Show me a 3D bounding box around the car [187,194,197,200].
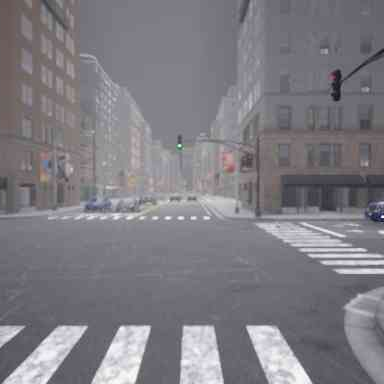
[{"bbox_3d":[0.020,1.093,73.984,1.994,1.385,4.181,0,0,0],"label":"car"}]

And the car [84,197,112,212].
[{"bbox_3d":[-9.825,1.272,35.011,1.882,1.535,5.008,0,1,0],"label":"car"}]

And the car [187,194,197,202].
[{"bbox_3d":[0.017,1.126,63.535,1.882,1.535,5.008,0,0,0],"label":"car"}]

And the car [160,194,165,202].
[{"bbox_3d":[-6.482,1.105,66.947,2.128,1.511,4.902,0,0,0],"label":"car"}]

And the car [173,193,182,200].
[{"bbox_3d":[-3.230,1.018,73.985,1.882,1.535,5.008,0,0,0],"label":"car"}]

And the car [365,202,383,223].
[{"bbox_3d":[13.774,0.985,20.558,5.566,2.045,2.150,0,1,0],"label":"car"}]

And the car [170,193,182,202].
[{"bbox_3d":[-3.233,1.126,63.569,1.882,1.535,5.008,0,0,0],"label":"car"}]

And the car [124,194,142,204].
[{"bbox_3d":[-9.757,1.180,55.568,2.128,1.511,4.902,0,0,0],"label":"car"}]

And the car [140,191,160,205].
[{"bbox_3d":[-6.547,0.936,50.490,2.150,2.045,5.566,0,0,0],"label":"car"}]

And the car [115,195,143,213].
[{"bbox_3d":[-6.582,1.324,34.332,1.812,1.442,4.674,0,1,-1],"label":"car"}]

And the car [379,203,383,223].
[{"bbox_3d":[12.750,1.413,17.311,4.718,1.301,1.895,0,1,0],"label":"car"}]
